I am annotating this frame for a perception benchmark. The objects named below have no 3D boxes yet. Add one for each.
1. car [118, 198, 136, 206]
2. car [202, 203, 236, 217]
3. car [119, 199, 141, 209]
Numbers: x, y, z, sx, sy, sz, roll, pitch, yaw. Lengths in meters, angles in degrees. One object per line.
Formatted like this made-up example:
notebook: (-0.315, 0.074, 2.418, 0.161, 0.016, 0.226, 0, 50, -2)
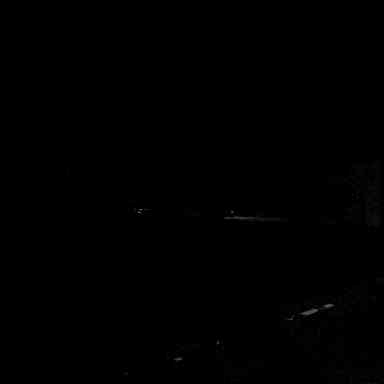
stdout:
car: (-13.539, 2.095, 68.869, 1.812, 1.442, 4.674, -1, 1, -36)
car: (3.101, 2.105, 39.304, 2.128, 1.511, 4.902, -1, 0, -36)
car: (-10.603, 2.276, 58.584, 1.994, 1.385, 4.181, -1, 1, -35)
